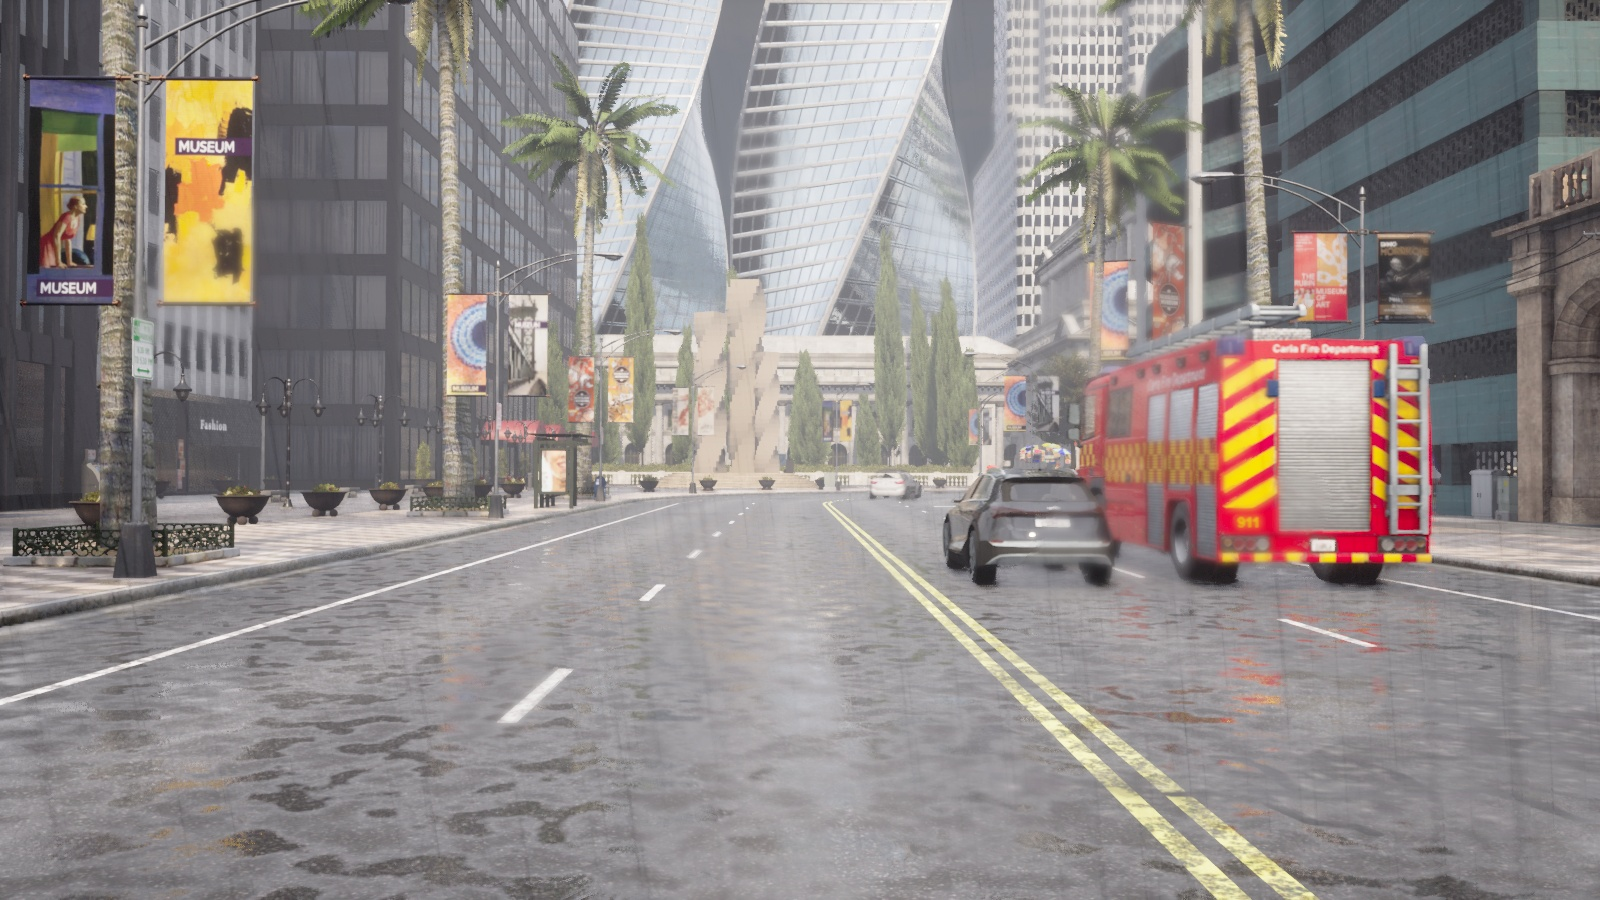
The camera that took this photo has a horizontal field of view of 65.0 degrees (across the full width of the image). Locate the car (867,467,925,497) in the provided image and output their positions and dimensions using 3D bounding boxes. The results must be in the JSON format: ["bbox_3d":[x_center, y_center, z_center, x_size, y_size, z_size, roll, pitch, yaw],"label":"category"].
[{"bbox_3d":[5.598,1.851,72.483,2.242,1.667,4.611,-1,-1,19],"label":"car"}]

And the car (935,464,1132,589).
[{"bbox_3d":[3.353,1.050,19.047,2.033,1.649,4.856,0,-1,0],"label":"car"}]

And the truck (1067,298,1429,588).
[{"bbox_3d":[6.833,-0.028,20.878,2.891,3.827,8.468,0,-1,0],"label":"truck"}]
